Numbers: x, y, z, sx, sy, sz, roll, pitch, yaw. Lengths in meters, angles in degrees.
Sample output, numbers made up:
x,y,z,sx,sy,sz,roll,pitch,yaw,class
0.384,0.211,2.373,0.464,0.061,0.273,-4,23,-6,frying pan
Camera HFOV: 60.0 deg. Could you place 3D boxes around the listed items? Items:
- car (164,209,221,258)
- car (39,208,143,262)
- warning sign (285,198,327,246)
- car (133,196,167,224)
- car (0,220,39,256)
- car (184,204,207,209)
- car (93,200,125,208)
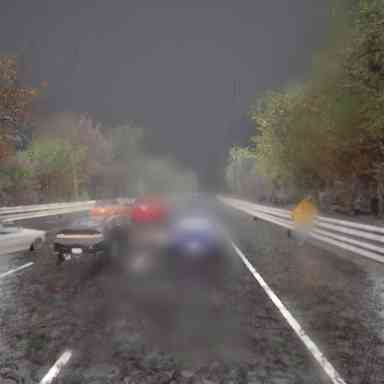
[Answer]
x,y,z,sx,sy,sz,roll,pitch,yaw,class
0.117,1.595,12.987,1.812,1.442,4.674,0,0,1,car
-3.395,1.559,12.364,2.128,1.511,4.902,0,0,1,car
4.594,1.188,13.496,1.300,1.860,1.060,-1,-2,0,warning sign
-3.234,1.360,26.177,2.150,2.045,5.566,0,0,1,car
-6.896,1.578,11.416,1.895,1.301,4.718,5,-3,2,car
0.298,1.706,27.328,1.994,1.385,4.181,0,0,1,car
-6.705,1.495,27.318,2.097,1.767,4.553,0,0,1,car
